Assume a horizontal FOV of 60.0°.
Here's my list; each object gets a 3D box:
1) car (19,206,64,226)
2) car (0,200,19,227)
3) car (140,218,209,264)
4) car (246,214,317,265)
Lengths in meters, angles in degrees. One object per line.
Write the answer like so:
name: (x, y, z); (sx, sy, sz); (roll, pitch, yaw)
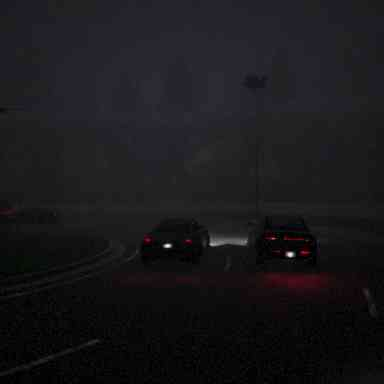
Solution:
car: (-12.323, 1.839, 25.555); (4.674, 1.442, 1.812); (-1, -1, -6)
car: (-14.605, 1.534, 21.463); (5.566, 2.045, 2.150); (-1, -2, -23)
car: (-0.511, 1.655, 12.275); (1.994, 1.385, 4.181); (0, 0, 7)
car: (3.093, 1.553, 11.955); (1.837, 1.490, 4.892); (1, 0, 6)
